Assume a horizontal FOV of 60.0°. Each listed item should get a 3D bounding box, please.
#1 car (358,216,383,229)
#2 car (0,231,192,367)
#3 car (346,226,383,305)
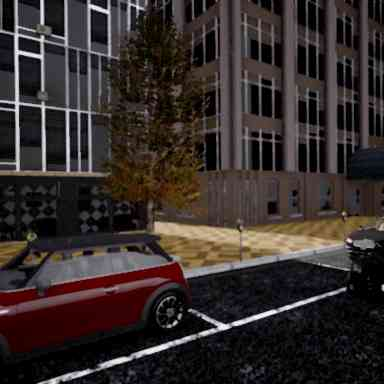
[{"bbox_3d":[7.156,1.525,11.720,4.403,1.369,2.008,0,0,-36],"label":"car"},{"bbox_3d":[-2.079,1.438,5.093,4.097,1.590,1.967,0,0,-36],"label":"car"},{"bbox_3d":[5.151,1.547,7.084,4.181,1.385,1.994,0,0,-36],"label":"car"}]
